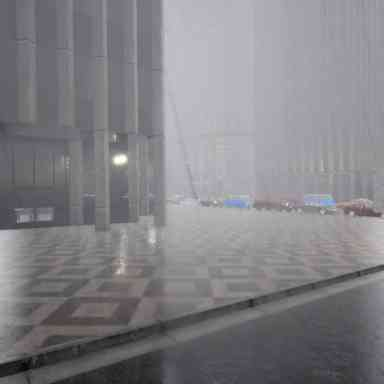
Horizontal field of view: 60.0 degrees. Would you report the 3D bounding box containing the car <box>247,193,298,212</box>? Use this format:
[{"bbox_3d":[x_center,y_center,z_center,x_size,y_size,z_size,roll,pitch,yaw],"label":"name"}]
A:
[{"bbox_3d":[9.173,1.291,37.907,2.192,1.841,5.009,-1,1,-35],"label":"car"}]

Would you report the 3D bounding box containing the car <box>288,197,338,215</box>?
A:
[{"bbox_3d":[12.385,1.549,33.412,2.008,1.369,4.403,-1,1,-35],"label":"car"}]

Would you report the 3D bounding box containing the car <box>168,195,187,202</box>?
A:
[{"bbox_3d":[-3.120,1.258,69.842,2.008,1.369,4.403,-1,1,-35],"label":"car"}]

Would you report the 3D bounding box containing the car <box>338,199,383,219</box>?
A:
[{"bbox_3d":[15.594,1.567,28.914,1.887,1.381,4.507,-1,1,-35],"label":"car"}]

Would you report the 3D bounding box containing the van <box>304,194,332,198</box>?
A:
[{"bbox_3d":[16.124,1.179,42.849,1.690,1.788,3.998,-1,1,-35],"label":"van"}]

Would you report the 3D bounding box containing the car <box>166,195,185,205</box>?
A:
[{"bbox_3d":[-3.664,1.439,55.899,2.008,1.369,4.403,-1,1,-35],"label":"car"}]

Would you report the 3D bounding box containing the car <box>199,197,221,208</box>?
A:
[{"bbox_3d":[2.755,1.372,46.903,1.967,1.590,4.097,-1,1,-35],"label":"car"}]

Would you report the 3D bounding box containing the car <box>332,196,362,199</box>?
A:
[{"bbox_3d":[19.234,1.385,38.492,1.752,1.417,4.829,-1,1,-35],"label":"car"}]

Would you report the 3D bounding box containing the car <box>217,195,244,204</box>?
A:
[{"bbox_3d":[6.404,1.297,56.485,1.752,1.417,4.829,-1,1,-35],"label":"car"}]

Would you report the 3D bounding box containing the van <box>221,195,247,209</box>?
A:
[{"bbox_3d":[5.963,1.294,42.405,1.690,1.788,3.998,-1,1,-35],"label":"van"}]

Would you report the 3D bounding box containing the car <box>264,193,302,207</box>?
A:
[{"bbox_3d":[12.916,1.130,47.348,2.192,1.841,5.009,-1,1,-35],"label":"car"}]
